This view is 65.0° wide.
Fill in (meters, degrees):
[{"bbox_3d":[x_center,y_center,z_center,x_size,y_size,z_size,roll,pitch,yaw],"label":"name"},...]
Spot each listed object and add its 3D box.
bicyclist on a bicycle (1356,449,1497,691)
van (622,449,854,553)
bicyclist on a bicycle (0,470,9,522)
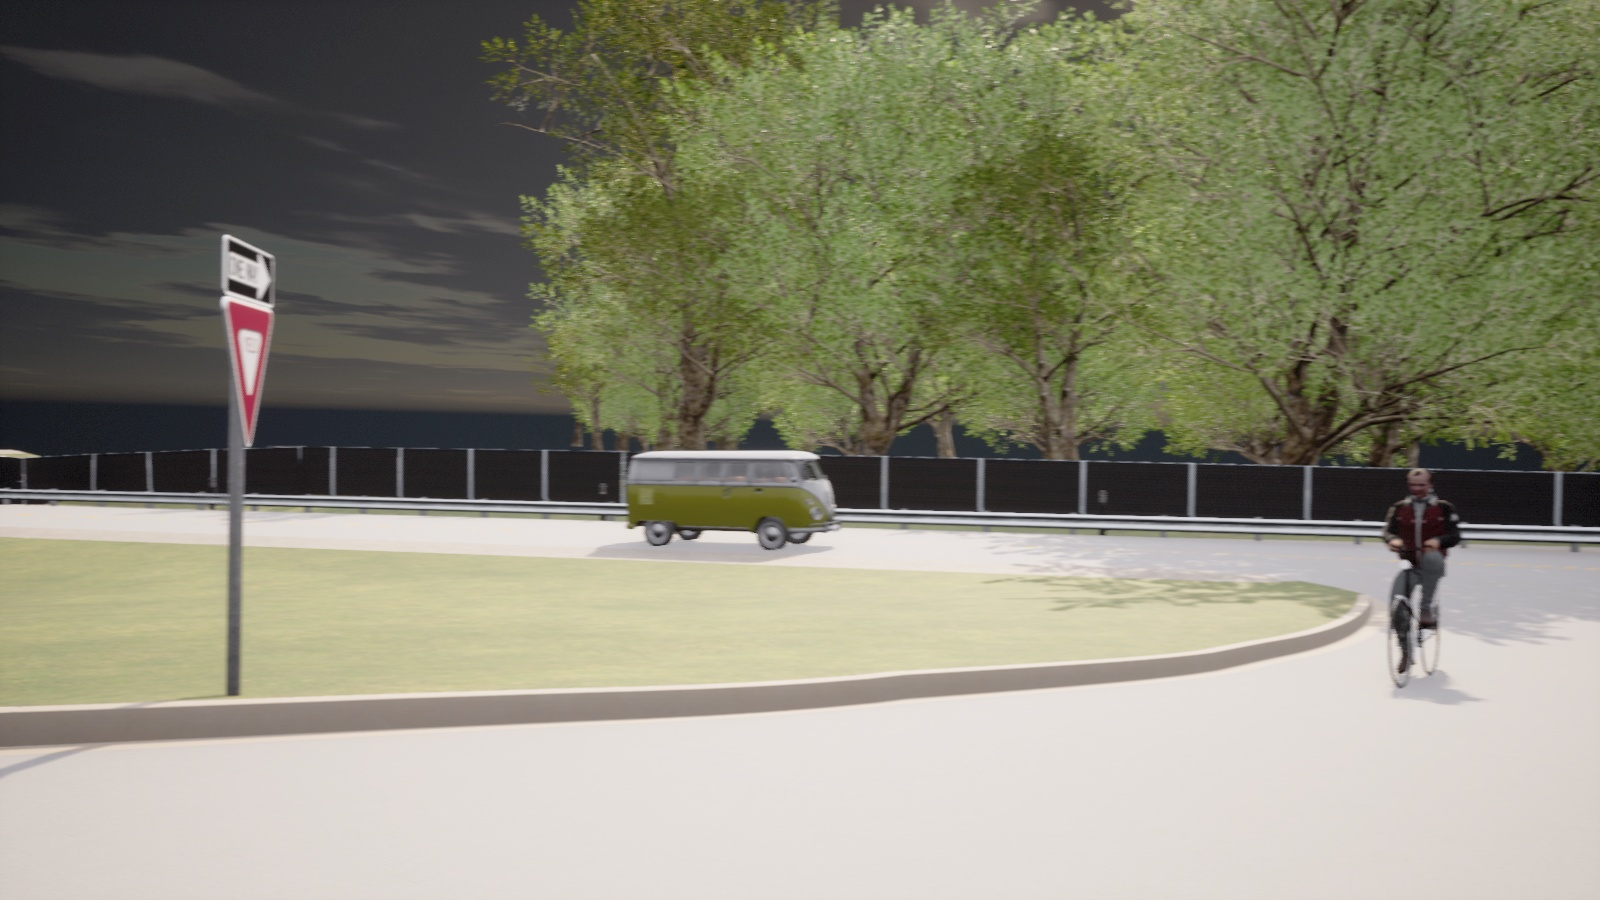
[{"bbox_3d":[5.107,0.931,10.181,0.659,1.776,1.843,-2,-4,37],"label":"bicyclist on a bicycle"},{"bbox_3d":[-1.288,1.020,26.187,4.442,1.987,1.775,-1,1,21],"label":"van"},{"bbox_3d":[-25.443,1.433,38.833,1.509,1.612,0.866,-1,1,18],"label":"bicyclist on a bicycle"}]
